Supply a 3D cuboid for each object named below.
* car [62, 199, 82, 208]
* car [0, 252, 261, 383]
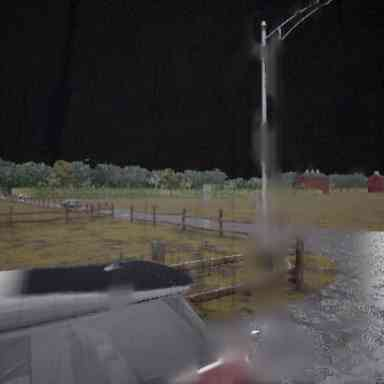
[{"bbox_3d":[-18.259,1.742,50.270,2.033,1.411,5.357,-2,1,-35],"label":"car"},{"bbox_3d":[-1.703,1.347,1.734,4.553,1.767,2.097,0,0,-35],"label":"car"}]
